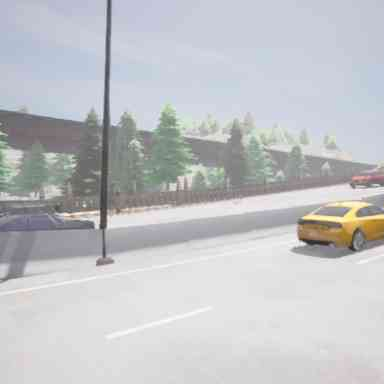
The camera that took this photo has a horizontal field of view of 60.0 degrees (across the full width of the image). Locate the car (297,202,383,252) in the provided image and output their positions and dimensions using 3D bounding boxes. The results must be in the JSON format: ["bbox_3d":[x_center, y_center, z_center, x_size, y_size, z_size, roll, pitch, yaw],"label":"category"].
[{"bbox_3d":[5.986,1.104,12.320,5.008,1.535,1.882,-4,2,-35],"label":"car"}]

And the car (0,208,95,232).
[{"bbox_3d":[-6.325,1.524,12.379,5.357,1.411,2.033,-1,1,-36],"label":"car"}]

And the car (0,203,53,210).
[{"bbox_3d":[-8.334,1.328,15.244,4.553,1.767,2.097,-1,1,-36],"label":"car"}]

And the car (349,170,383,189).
[{"bbox_3d":[21.668,-1.561,40.938,5.566,2.045,2.150,-6,3,-35],"label":"car"}]

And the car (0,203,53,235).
[{"bbox_3d":[-10.420,1.469,18.056,4.902,1.511,2.128,-1,1,-36],"label":"car"}]
